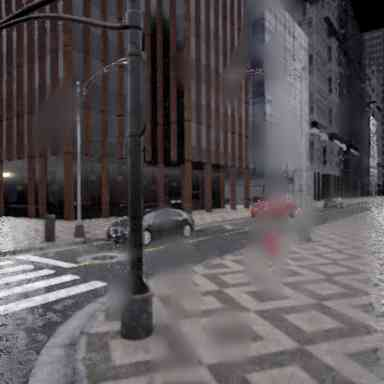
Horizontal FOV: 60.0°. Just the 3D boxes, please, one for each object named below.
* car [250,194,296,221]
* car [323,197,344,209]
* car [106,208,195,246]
[{"bbox_3d":[6.891,1.185,27.662,2.150,2.045,5.566,-1,1,36],"label":"car"},{"bbox_3d":[18.624,1.428,43.711,1.837,1.490,4.892,-1,0,36],"label":"car"},{"bbox_3d":[-1.791,1.537,15.674,1.837,1.490,4.892,-1,0,36],"label":"car"}]
